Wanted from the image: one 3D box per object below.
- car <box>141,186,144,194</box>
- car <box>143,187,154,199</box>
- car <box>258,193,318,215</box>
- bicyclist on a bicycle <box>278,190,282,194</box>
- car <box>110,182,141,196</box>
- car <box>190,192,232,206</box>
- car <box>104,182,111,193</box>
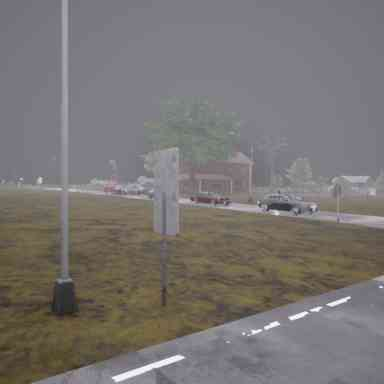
[{"bbox_3d":[-8.411,-0.187,52.569,1.812,1.442,4.674,0,2,-35],"label":"car"},{"bbox_3d":[-3.831,0.231,41.225,1.812,1.442,4.674,0,2,-36],"label":"car"},{"bbox_3d":[7.296,0.896,25.723,2.128,1.511,4.902,0,2,-36],"label":"car"},{"bbox_3d":[8.891,0.664,33.763,1.656,1.620,0.582,0,2,-36],"label":"bicyclist on a bicycle"},{"bbox_3d":[-9.972,-0.318,49.846,2.097,1.767,4.553,0,2,-35],"label":"car"},{"bbox_3d":[1.843,0.658,33.312,1.895,1.301,4.718,0,2,-36],"label":"car"},{"bbox_3d":[-14.110,-0.818,60.409,2.150,2.045,5.566,0,2,-36],"label":"car"}]
